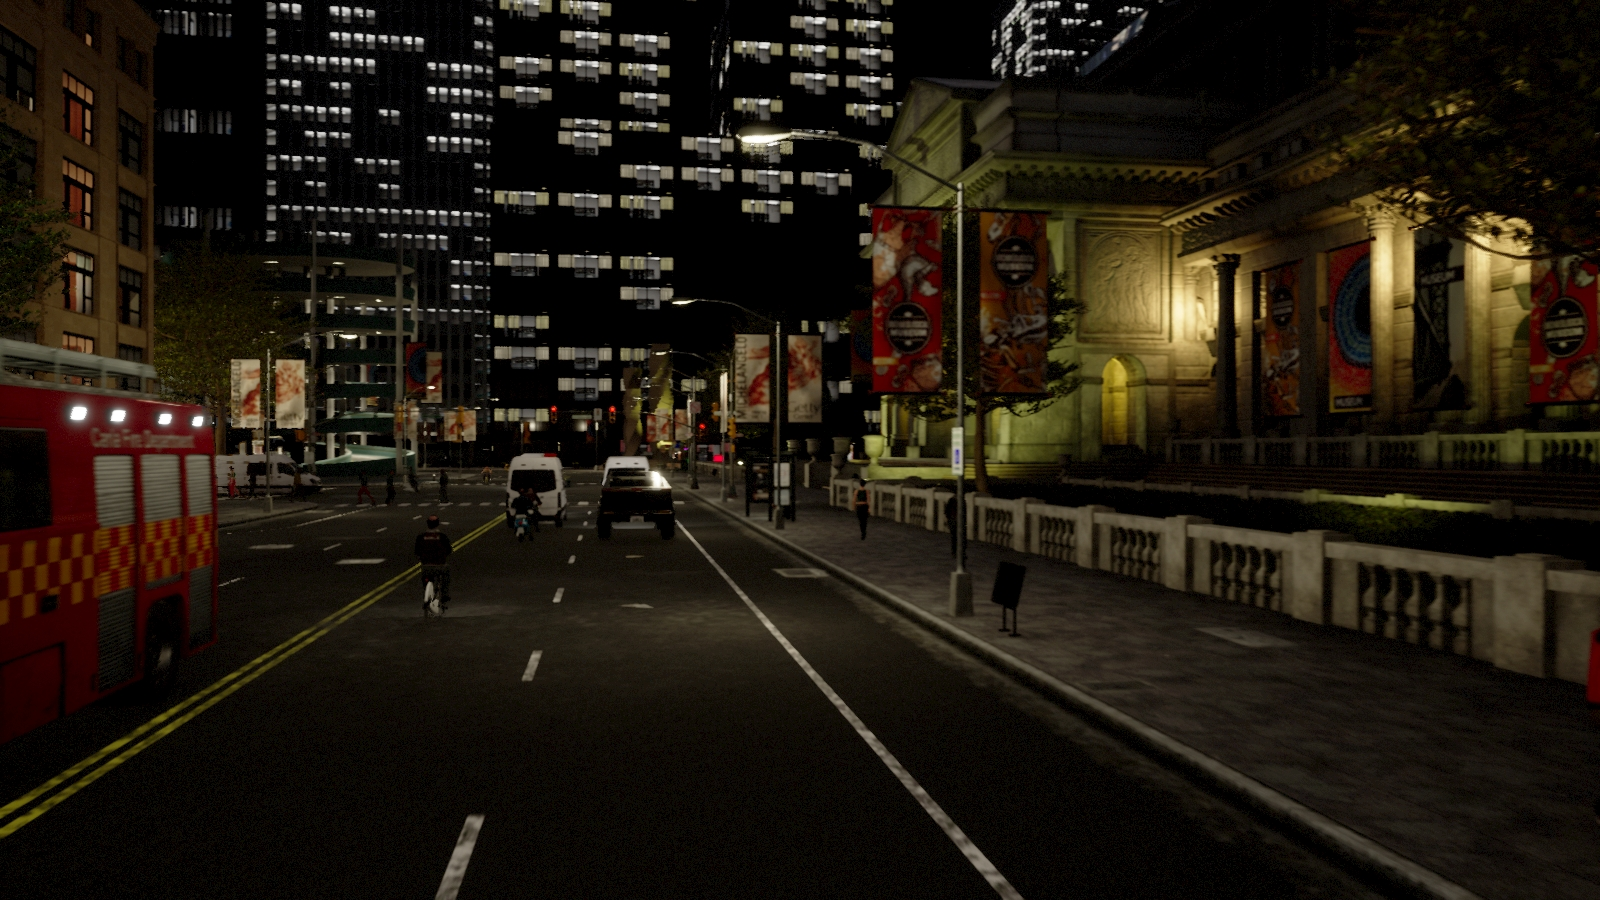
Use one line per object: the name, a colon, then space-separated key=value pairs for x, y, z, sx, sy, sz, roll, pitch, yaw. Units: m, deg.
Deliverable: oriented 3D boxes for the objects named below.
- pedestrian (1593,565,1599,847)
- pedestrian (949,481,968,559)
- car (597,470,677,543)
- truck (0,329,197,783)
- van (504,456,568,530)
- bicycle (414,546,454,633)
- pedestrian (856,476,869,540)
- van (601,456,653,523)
pedestrian: x=5.485 y=1.694 z=7.438 sx=0.375 sy=1.860 sz=0.375 roll=0 pitch=0 yaw=-3
pedestrian: x=3.827 y=1.695 z=27.642 sx=0.375 sy=1.860 sz=0.375 roll=0 pitch=0 yaw=-8
car: x=-5.449 y=1.755 z=37.750 sx=2.390 sy=2.098 sz=6.274 roll=0 pitch=0 yaw=-9
truck: x=-8.217 y=0.893 z=9.734 sx=2.891 sy=3.827 sz=8.468 roll=0 pitch=0 yaw=-9
van: x=-9.906 y=1.538 z=43.247 sx=1.988 sy=2.561 sz=5.915 roll=0 pitch=0 yaw=-9
bicycle: x=-5.879 y=2.212 z=18.404 sx=0.329 sy=1.171 sz=1.835 roll=0 pitch=0 yaw=-9
pedestrian: x=1.845 y=1.697 z=33.525 sx=0.375 sy=1.860 sz=0.375 roll=0 pitch=0 yaw=4
van: x=-7.115 y=1.537 z=47.293 sx=1.988 sy=2.561 sz=5.915 roll=0 pitch=0 yaw=-8
